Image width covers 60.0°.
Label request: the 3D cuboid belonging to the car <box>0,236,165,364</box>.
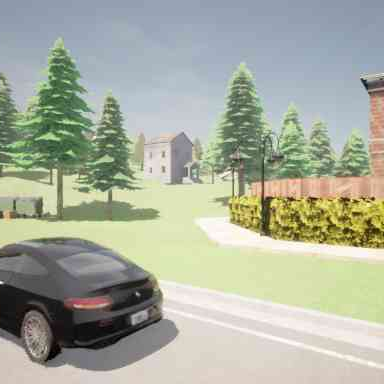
[{"bbox_3d":[-2.575,1.526,5.826,4.674,1.442,1.812,0,0,36],"label":"car"}]
